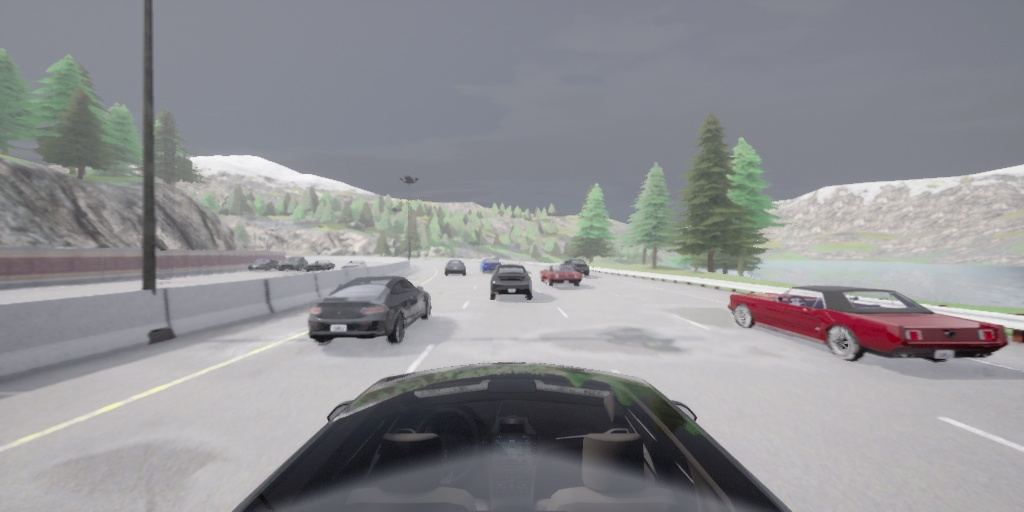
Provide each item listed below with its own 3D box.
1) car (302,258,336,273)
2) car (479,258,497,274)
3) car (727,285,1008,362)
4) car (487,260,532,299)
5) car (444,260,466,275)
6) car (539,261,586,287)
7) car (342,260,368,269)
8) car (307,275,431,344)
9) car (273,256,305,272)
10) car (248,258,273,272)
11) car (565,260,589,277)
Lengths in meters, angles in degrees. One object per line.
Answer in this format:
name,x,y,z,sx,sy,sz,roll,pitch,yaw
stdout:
car,-20.841,1.102,39.190,1.895,1.301,4.718,0,0,-12
car,-2.304,0.993,37.191,1.882,1.535,5.008,0,0,-10
car,7.094,1.309,8.107,1.895,1.301,4.718,0,0,0
car,-0.108,1.153,17.326,1.837,1.490,4.892,0,1,-2
car,-5.659,1.091,35.543,1.994,1.385,4.181,0,0,-10
car,2.980,1.210,23.083,1.895,1.301,4.718,0,0,-5
car,-17.401,1.098,39.847,1.895,1.301,4.718,0,0,-12
car,-3.419,1.225,9.320,1.812,1.442,4.674,0,1,-1
car,-24.828,0.843,40.884,2.097,1.767,4.553,0,0,-13
car,-28.559,0.978,41.459,2.128,1.511,4.902,0,0,-14
car,5.495,1.054,32.410,1.837,1.490,4.892,0,1,-7
